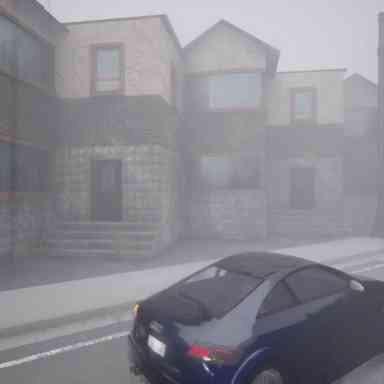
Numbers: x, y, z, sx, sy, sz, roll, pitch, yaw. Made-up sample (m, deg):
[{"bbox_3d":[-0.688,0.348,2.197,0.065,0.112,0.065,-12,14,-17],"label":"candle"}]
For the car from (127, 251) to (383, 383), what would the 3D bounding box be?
[{"bbox_3d":[1.245,1.562,4.633,4.181,1.385,1.994,0,0,-36],"label":"car"}]
